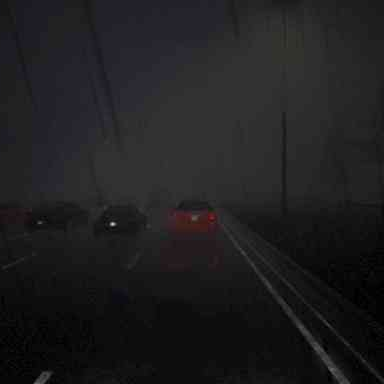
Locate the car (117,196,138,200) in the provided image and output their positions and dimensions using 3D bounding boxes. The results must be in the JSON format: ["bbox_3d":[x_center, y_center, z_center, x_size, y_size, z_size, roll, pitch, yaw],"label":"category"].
[{"bbox_3d":[-6.919,1.090,35.377,1.895,1.301,4.718,0,1,0],"label":"car"}]

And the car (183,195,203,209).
[{"bbox_3d":[0.081,1.047,35.698,1.994,1.385,4.181,0,1,0],"label":"car"}]

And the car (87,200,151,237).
[{"bbox_3d":[-3.400,1.327,16.307,1.994,1.385,4.181,0,1,0],"label":"car"}]

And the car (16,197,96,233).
[{"bbox_3d":[-6.899,1.223,17.580,1.882,1.535,5.008,0,1,0],"label":"car"}]

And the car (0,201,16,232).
[{"bbox_3d":[-10.399,1.219,17.844,1.882,1.535,5.008,0,1,0],"label":"car"}]

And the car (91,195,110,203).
[{"bbox_3d":[-10.415,1.029,37.012,1.994,1.385,4.181,0,1,0],"label":"car"}]

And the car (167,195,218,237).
[{"bbox_3d":[0.101,1.115,16.411,2.097,1.767,4.553,0,1,0],"label":"car"}]

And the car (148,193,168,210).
[{"bbox_3d":[-3.421,0.852,34.610,2.097,1.767,4.553,0,1,0],"label":"car"}]
